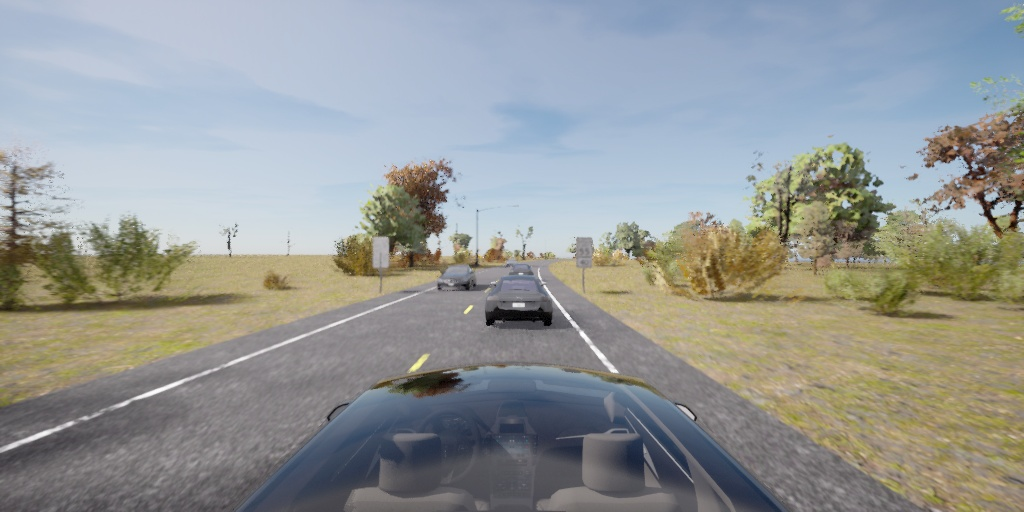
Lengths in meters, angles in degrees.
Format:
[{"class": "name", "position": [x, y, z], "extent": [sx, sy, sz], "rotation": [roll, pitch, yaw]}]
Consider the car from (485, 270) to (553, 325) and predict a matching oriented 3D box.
[{"class": "car", "position": [0.221, 1.316, 11.855], "extent": [1.994, 1.385, 4.181], "rotation": [0, 0, 1]}]

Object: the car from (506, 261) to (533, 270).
[{"class": "car", "position": [0.778, 1.315, 29.399], "extent": [1.994, 1.385, 4.181], "rotation": [0, 0, 3]}]

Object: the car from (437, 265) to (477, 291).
[{"class": "car", "position": [-3.228, 1.277, 21.785], "extent": [1.812, 1.442, 4.674], "rotation": [0, 0, 2]}]
